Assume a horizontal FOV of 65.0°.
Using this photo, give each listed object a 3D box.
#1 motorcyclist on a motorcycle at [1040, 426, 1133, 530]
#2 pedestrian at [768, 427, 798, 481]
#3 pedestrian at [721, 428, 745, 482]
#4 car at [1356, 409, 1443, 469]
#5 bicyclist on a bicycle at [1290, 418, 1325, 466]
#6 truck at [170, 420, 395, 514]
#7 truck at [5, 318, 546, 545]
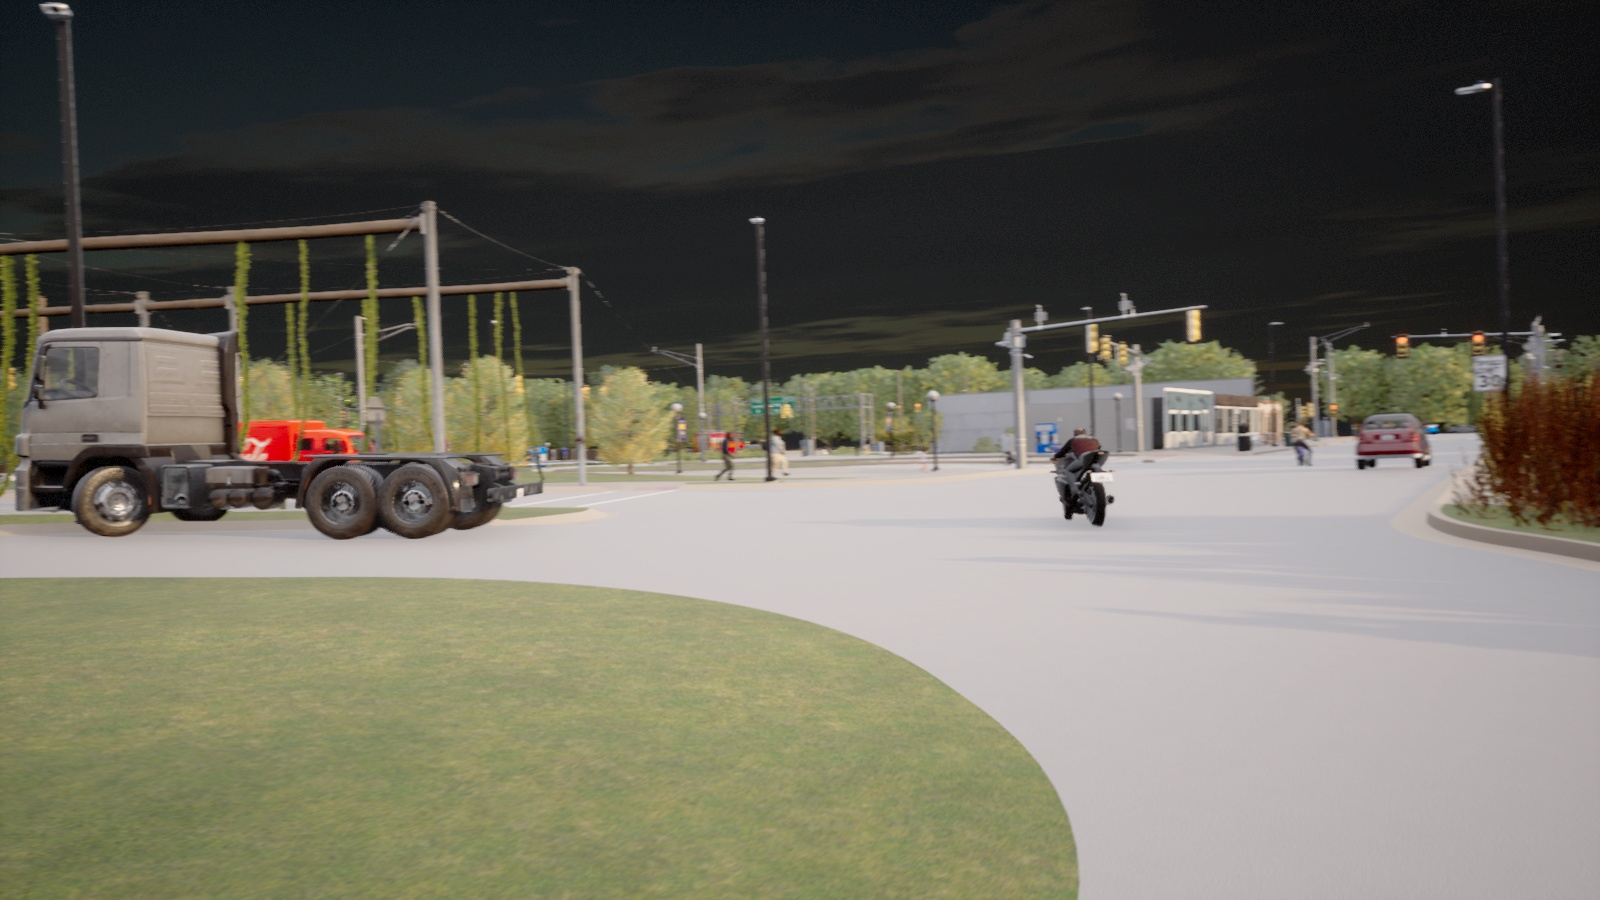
[{"bbox_3d":[4.473,0.408,19.761,0.866,1.530,2.191,-1,1,-2],"label":"motorcyclist on a motorcycle"},{"bbox_3d":[-0.604,0.141,44.777,0.900,1.855,0.874,-3,1,7],"label":"pedestrian"},{"bbox_3d":[-2.343,0.185,43.711,0.726,1.835,0.370,-3,1,1],"label":"pedestrian"},{"bbox_3d":[16.846,-0.309,35.216,1.789,1.549,3.705,-3,-1,31],"label":"car"},{"bbox_3d":[17.709,-0.283,43.796,0.866,1.612,1.509,-2,-1,30],"label":"bicyclist on a bicycle"},{"bbox_3d":[-14.589,0.452,35.619,5.204,2.467,2.627,-1,1,5],"label":"truck"},{"bbox_3d":[-8.551,-0.316,21.021,7.936,3.462,2.891,0,1,6],"label":"truck"}]
